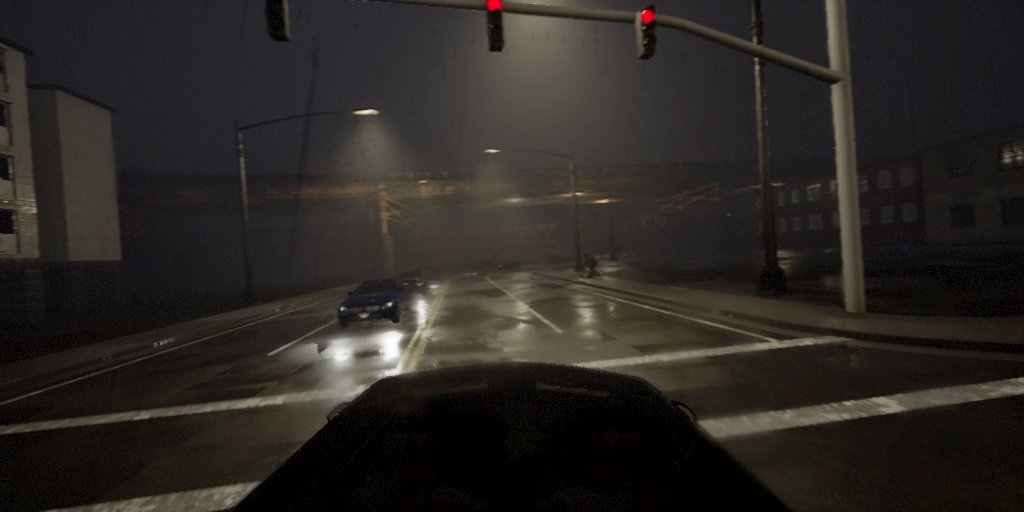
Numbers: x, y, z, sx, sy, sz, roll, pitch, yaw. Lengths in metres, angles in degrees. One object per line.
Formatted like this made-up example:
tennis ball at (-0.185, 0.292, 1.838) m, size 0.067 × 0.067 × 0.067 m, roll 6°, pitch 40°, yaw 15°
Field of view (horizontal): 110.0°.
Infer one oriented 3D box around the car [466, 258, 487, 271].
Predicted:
car at (-3.957, 1.058, 48.463) m, size 2.033 × 1.411 × 5.357 m, roll -4°, pitch 0°, yaw 32°

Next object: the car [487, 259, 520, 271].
car at (-0.797, 1.191, 46.483) m, size 1.895 × 1.301 × 4.718 m, roll -4°, pitch 0°, yaw 31°

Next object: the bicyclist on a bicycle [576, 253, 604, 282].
bicyclist on a bicycle at (4.415, 0.666, 20.368) m, size 1.656 × 1.620 × 0.582 m, roll -4°, pitch 0°, yaw -8°

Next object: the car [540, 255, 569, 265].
car at (6.420, 0.573, 54.001) m, size 4.674 × 1.442 × 1.812 m, roll -4°, pitch 0°, yaw -32°

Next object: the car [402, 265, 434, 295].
car at (-6.175, 1.594, 22.357) m, size 1.837 × 1.490 × 4.892 m, roll -4°, pitch 0°, yaw -8°

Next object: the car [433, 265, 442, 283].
car at (-7.495, 1.608, 32.320) m, size 1.882 × 1.535 × 5.008 m, roll -4°, pitch 0°, yaw -4°

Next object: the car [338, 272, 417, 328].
car at (-4.862, 1.569, 13.261) m, size 1.812 × 1.442 × 4.674 m, roll -4°, pitch 0°, yaw -8°
